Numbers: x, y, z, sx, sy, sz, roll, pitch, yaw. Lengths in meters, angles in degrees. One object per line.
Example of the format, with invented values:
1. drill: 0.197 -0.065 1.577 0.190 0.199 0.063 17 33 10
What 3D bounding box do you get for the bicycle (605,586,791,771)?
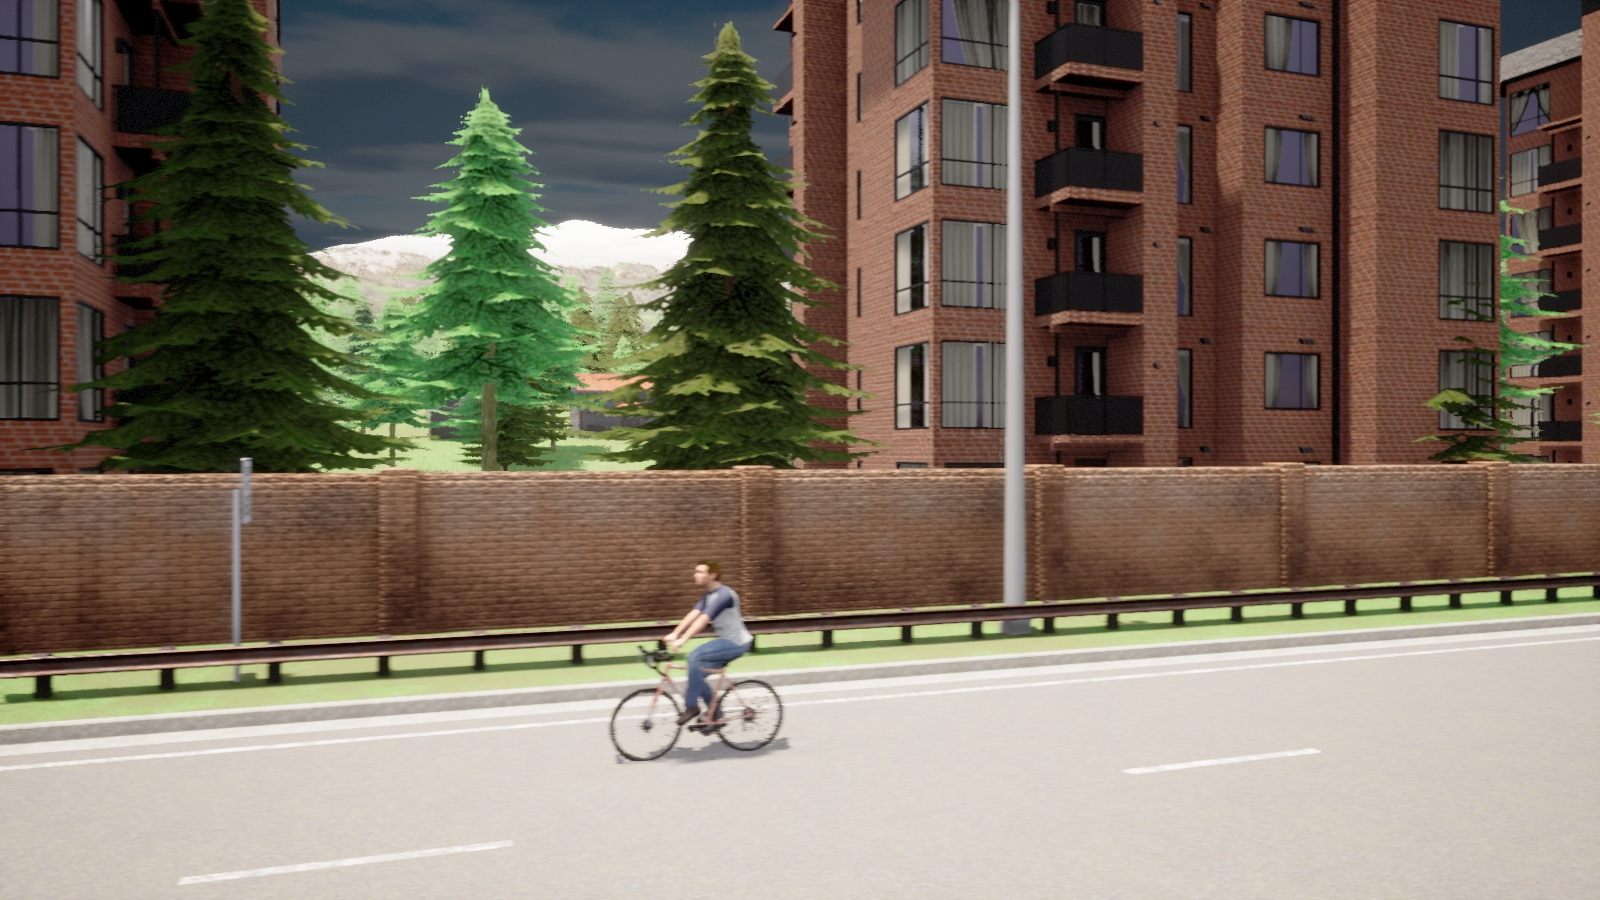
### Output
1. bicycle: -0.926 2.053 10.442 1.643 1.496 0.373 0 0 -20
